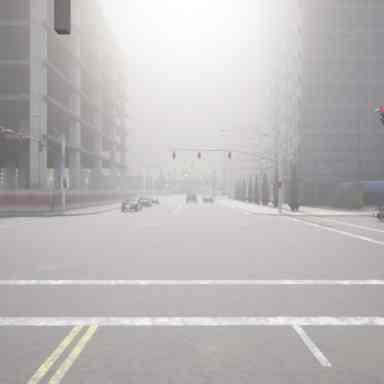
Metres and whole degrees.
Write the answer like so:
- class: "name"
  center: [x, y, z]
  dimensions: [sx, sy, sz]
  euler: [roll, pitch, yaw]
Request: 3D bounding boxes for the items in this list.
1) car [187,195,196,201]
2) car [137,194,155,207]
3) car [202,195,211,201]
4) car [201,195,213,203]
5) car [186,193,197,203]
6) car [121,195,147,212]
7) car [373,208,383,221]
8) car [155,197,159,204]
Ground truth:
- class: "car"
  center: [-0.093, 1.418, 79.963]
  dimensions: [2.033, 1.411, 5.357]
  euler: [0, 0, 0]
- class: "car"
  center: [-7.140, 1.493, 50.018]
  dimensions: [1.837, 1.490, 4.892]
  euler: [0, 0, 0]
- class: "car"
  center: [3.407, 1.378, 79.967]
  dimensions: [1.837, 1.490, 4.892]
  euler: [0, 0, 0]
- class: "car"
  center: [3.419, 1.507, 69.924]
  dimensions: [1.812, 1.442, 4.674]
  euler: [0, 0, 0]
- class: "car"
  center: [-0.081, 1.206, 69.340]
  dimensions: [2.150, 2.045, 5.566]
  euler: [0, 0, 0]
- class: "car"
  center: [-7.134, 1.482, 39.603]
  dimensions: [2.128, 1.511, 4.902]
  euler: [0, 0, 0]
- class: "car"
  center: [16.340, 1.486, 25.158]
  dimensions: [4.902, 1.511, 2.128]
  euler: [0, 0, 0]
- class: "car"
  center: [-7.137, 1.550, 60.768]
  dimensions: [1.994, 1.385, 4.181]
  euler: [0, 0, 0]
